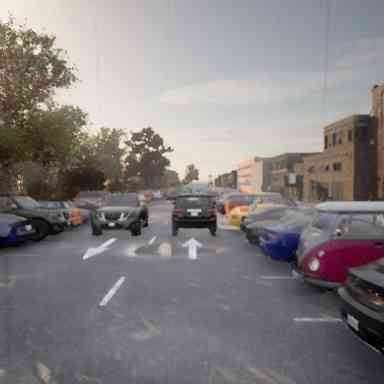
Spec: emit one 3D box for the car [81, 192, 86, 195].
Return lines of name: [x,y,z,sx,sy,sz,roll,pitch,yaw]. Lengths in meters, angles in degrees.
car: [-8.492,1.122,26.634,4.553,1.767,2.185,0,1,0]

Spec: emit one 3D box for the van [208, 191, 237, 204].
van: [4.686,0.769,51.571,4.442,1.987,1.878,0,1,0]

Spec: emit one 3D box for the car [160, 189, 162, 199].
car: [-8.535,0.752,62.712,4.553,1.767,2.185,0,1,0]

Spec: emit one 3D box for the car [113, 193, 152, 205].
car: [-8.697,1.022,48.790,5.366,1.575,1.946,0,1,0]

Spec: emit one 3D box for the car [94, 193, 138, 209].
car: [-8.549,1.013,37.775,4.553,1.767,2.185,0,1,0]

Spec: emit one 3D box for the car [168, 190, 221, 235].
car: [0.111,1.070,17.782,2.150,2.045,5.566,0,1,0]

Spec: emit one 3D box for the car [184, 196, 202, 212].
car: [0.121,1.208,35.405,1.812,1.442,4.674,0,1,0]

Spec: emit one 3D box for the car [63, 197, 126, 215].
car: [-8.527,1.221,29.420,5.008,1.535,2.097,0,1,0]

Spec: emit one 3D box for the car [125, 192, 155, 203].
car: [-8.477,0.839,54.483,4.553,1.767,2.185,0,1,0]

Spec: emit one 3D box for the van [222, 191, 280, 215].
van: [4.672,1.049,23.801,4.442,1.987,1.878,0,0,0]

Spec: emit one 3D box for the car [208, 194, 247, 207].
car: [4.572,1.083,43.349,4.892,1.521,2.231,0,1,0]

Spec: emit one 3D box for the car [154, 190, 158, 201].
car: [-8.538,0.744,51.572,5.566,2.045,2.435,0,1,0]

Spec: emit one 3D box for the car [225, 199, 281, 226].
car: [4.737,1.321,18.299,5.366,1.575,1.946,0,1,0]

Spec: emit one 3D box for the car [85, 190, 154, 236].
car: [-3.588,1.072,17.645,2.150,2.045,5.566,0,1,0]

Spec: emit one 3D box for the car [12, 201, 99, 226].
car: [-8.529,1.339,21.067,4.674,1.452,2.002,0,1,0]

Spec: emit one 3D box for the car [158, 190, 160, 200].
car: [-8.536,0.782,59.928,4.553,1.767,2.185,0,1,0]

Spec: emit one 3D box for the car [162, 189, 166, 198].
car: [-8.531,0.596,65.621,5.566,2.045,2.435,0,1,0]

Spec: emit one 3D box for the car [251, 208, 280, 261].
car: [4.542,1.397,9.949,5.008,1.535,2.097,0,0,0]

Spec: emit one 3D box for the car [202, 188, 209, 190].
car: [4.597,0.772,48.912,5.566,2.045,2.435,0,1,0]

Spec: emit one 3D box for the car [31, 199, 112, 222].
car: [-8.520,1.274,23.851,5.008,1.535,2.097,0,1,0]

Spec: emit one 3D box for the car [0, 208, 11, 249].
car: [-8.539,1.398,9.927,4.892,1.521,2.231,0,0,0]

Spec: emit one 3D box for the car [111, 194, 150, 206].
car: [-8.518,1.053,46.131,5.008,1.535,2.097,0,1,0]

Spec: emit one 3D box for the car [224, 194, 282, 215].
car: [4.584,1.173,21.081,4.553,1.767,2.185,0,1,0]

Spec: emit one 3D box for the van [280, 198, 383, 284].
van: [4.429,1.194,7.164,4.442,1.987,1.878,0,0,0]

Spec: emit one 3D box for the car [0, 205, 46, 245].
car: [-8.560,1.403,12.710,4.792,1.488,2.163,0,0,0]

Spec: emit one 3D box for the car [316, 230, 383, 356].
car: [4.538,1.445,4.383,4.892,1.521,2.231,0,0,0]

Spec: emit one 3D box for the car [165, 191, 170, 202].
car: [-3.513,1.037,59.132,1.895,1.301,4.718,0,1,1]

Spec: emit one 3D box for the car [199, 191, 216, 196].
car: [4.409,0.382,94.413,4.674,1.452,2.002,0,1,0]

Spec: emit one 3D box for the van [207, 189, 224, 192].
van: [4.684,0.827,46.130,4.442,1.987,1.878,0,1,0]

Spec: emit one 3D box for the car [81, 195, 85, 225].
car: [-8.497,1.199,18.280,4.553,1.767,2.185,0,1,0]

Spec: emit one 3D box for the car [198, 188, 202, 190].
car: [4.373,0.407,91.586,4.792,1.488,2.163,0,1,0]

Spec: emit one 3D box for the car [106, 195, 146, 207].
car: [-8.484,1.111,43.345,4.792,1.488,2.163,0,1,0]

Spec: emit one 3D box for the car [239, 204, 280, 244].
car: [4.554,1.373,12.732,5.008,1.535,2.097,0,0,0]

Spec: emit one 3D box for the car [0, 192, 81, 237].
car: [-8.502,1.099,15.495,5.566,2.045,2.435,0,0,0]
